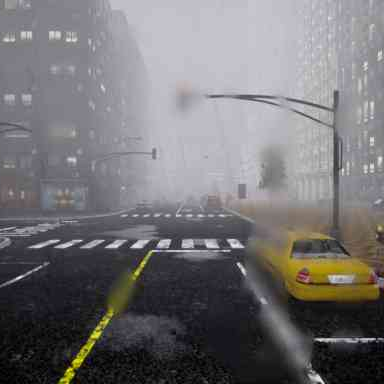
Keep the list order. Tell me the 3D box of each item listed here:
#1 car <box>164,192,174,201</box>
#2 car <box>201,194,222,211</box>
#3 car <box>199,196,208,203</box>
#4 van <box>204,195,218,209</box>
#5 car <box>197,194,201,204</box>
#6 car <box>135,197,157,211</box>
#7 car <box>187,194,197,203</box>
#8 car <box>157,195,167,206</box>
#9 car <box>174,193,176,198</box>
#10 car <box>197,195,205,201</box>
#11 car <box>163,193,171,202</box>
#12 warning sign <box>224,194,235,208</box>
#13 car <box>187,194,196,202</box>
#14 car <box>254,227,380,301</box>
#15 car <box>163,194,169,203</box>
[{"bbox_3d":[-5.926,1.517,79.164,1.967,1.590,4.097,0,0,0],"label":"car"},{"bbox_3d":[2.568,1.332,40.503,2.192,1.841,5.009,0,0,0],"label":"car"},{"bbox_3d":[2.471,1.612,73.662,1.887,1.381,4.507,0,0,0],"label":"car"},{"bbox_3d":[2.551,1.364,46.029,1.690,1.788,3.998,0,0,0],"label":"van"},{"bbox_3d":[2.502,1.362,62.608,2.192,1.841,5.009,0,0,0],"label":"car"},{"bbox_3d":[-5.811,1.568,40.478,2.008,1.369,4.403,0,0,0],"label":"car"},{"bbox_3d":[-0.101,1.564,69.583,1.837,1.490,4.892,0,0,0],"label":"car"},{"bbox_3d":[-5.860,1.589,57.057,2.008,1.369,4.403,0,0,0],"label":"car"},{"bbox_3d":[-5.957,1.625,90.048,1.752,1.417,4.829,0,0,0],"label":"car"},{"bbox_3d":[2.422,1.625,90.412,1.752,1.417,4.829,0,0,0],"label":"car"},{"bbox_3d":[-5.894,1.497,68.111,1.967,1.590,4.097,0,0,0],"label":"car"},{"bbox_3d":[4.945,1.136,43.767,1.300,1.860,1.060,0,0,0],"label":"warning sign"},{"bbox_3d":[-0.233,1.433,79.658,2.097,1.767,4.553,0,0,0],"label":"car"},{"bbox_3d":[2.664,1.526,8.260,1.752,1.417,4.829,0,0,0],"label":"car"},{"bbox_3d":[-5.877,1.592,62.583,1.887,1.381,4.507,0,0,0],"label":"car"}]
